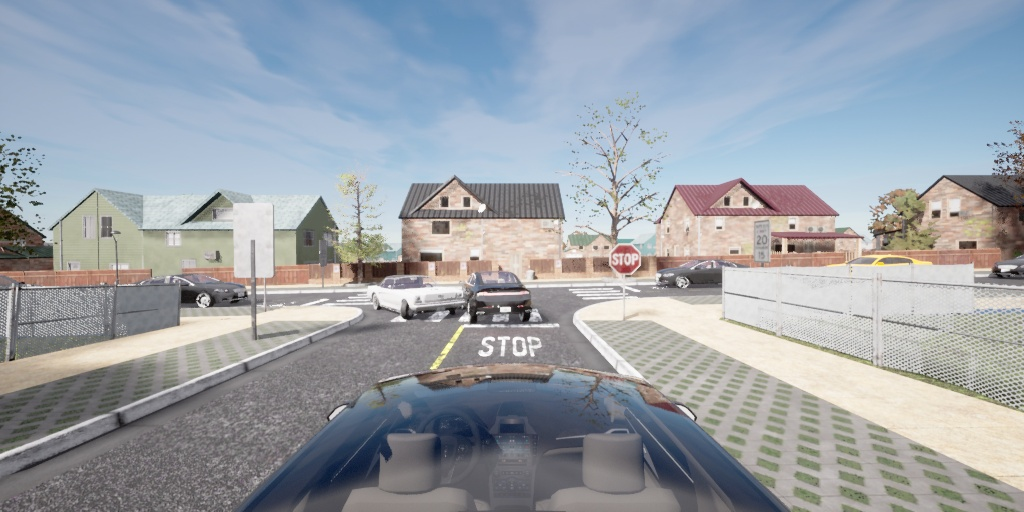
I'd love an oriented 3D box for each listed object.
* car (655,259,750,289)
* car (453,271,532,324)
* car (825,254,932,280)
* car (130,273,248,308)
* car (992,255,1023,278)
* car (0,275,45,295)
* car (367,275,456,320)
[{"bbox_3d":[10.337,0.925,19.505,4.902,1.511,2.128,-1,1,0],"label":"car"},{"bbox_3d":[-0.681,1.242,12.101,2.128,1.511,4.902,0,0,-12],"label":"car"},{"bbox_3d":[19.768,0.690,19.538,5.008,1.535,1.882,-1,1,-1],"label":"car"},{"bbox_3d":[-14.897,1.566,16.462,4.902,1.511,2.128,-1,1,0],"label":"car"},{"bbox_3d":[29.392,0.477,19.571,4.902,1.511,2.128,-1,1,0],"label":"car"},{"bbox_3d":[-24.234,1.648,16.425,4.553,1.767,2.097,-1,1,0],"label":"car"},{"bbox_3d":[-3.598,1.367,12.962,1.895,1.301,4.718,0,0,-38],"label":"car"}]
